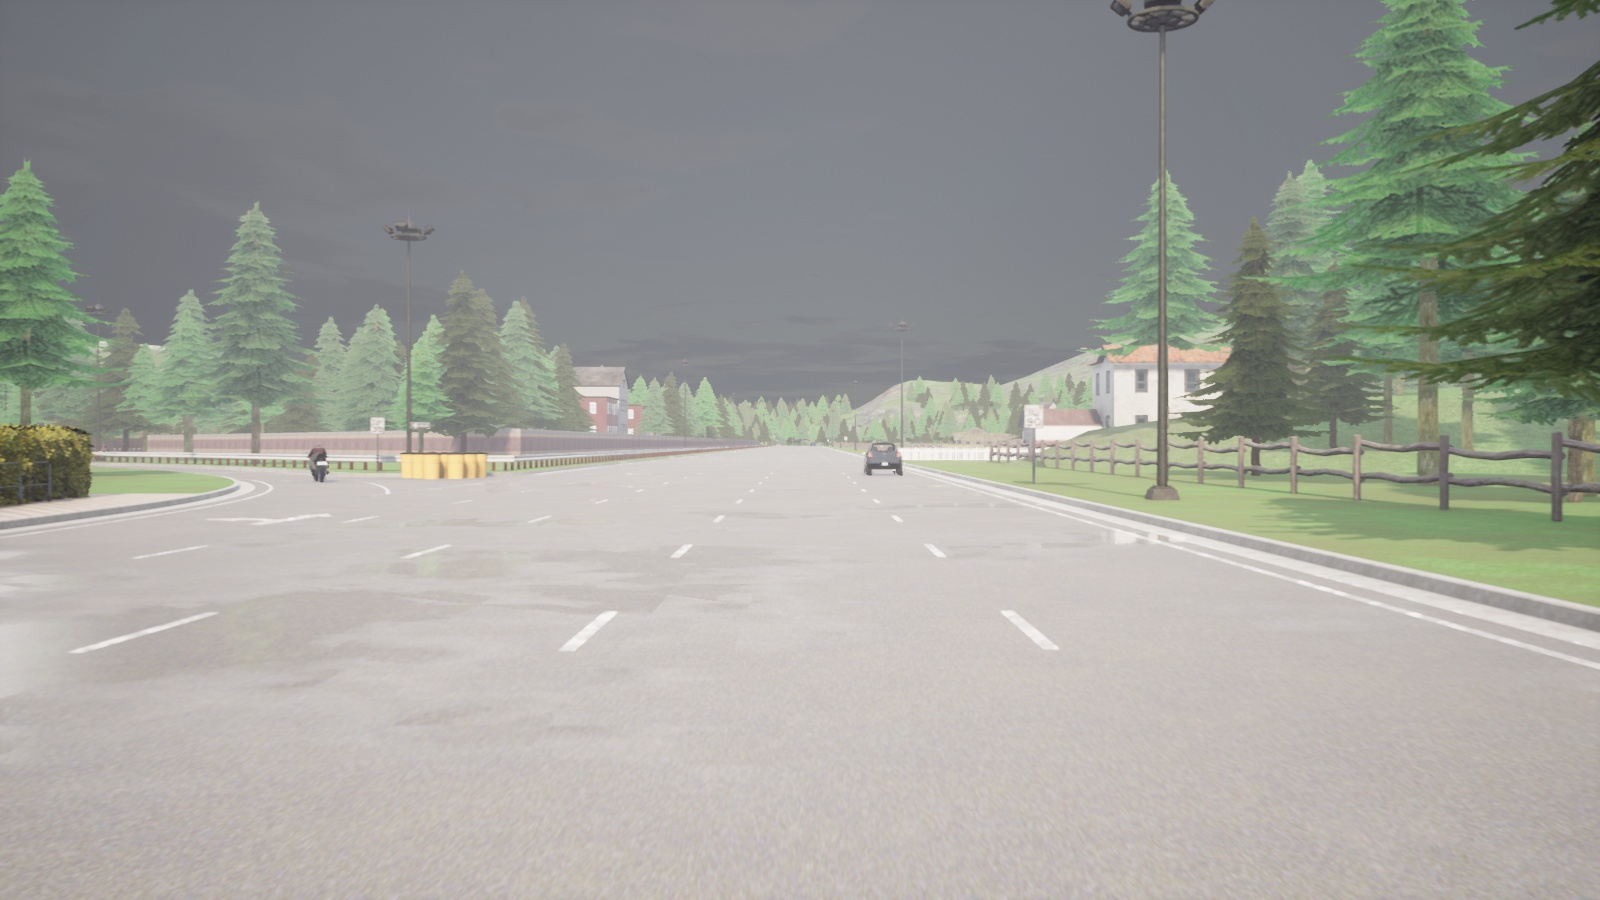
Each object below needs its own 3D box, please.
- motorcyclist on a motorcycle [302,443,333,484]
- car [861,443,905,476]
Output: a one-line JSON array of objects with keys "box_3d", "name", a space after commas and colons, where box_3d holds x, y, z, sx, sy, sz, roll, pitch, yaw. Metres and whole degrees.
[{"box_3d": [-18.614, 0.494, 48.424, 0.866, 1.530, 2.191, 0, 0, -28], "name": "motorcyclist on a motorcycle"}, {"box_3d": [3.856, 0.432, 59.020, 1.845, 1.501, 3.633, 0, 0, 0], "name": "car"}]
